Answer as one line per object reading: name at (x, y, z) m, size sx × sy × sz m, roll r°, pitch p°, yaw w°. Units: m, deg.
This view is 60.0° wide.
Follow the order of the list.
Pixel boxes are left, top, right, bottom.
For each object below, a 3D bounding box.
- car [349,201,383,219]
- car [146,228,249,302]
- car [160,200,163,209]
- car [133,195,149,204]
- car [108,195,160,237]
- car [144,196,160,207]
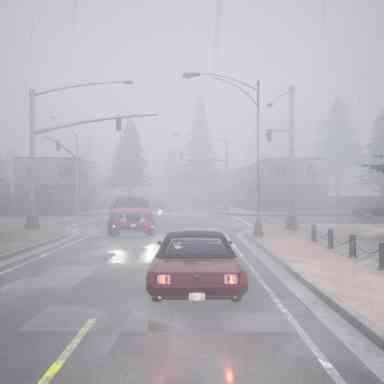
car at (15.771, 1.476, 27.886) m, size 4.902 × 1.511 × 2.128 m, roll 0°, pitch 0°, yaw 2°
car at (0.074, 1.601, 8.227) m, size 1.895 × 1.301 × 4.718 m, roll 0°, pitch 0°, yaw -1°
car at (-4.823, 1.530, 43.443) m, size 1.994 × 1.385 × 4.181 m, roll 0°, pitch 0°, yaw -6°
car at (-9.576, 1.443, 61.927) m, size 1.882 × 1.535 × 5.008 m, roll 0°, pitch 0°, yaw -23°
car at (-3.327, 1.220, 18.506) m, size 2.150 × 2.045 × 5.566 m, roll 2°, pitch 0°, yaw -12°
car at (-6.325, 1.470, 52.192) m, size 1.837 × 1.490 × 4.892 m, roll 0°, pitch 0°, yaw -15°
